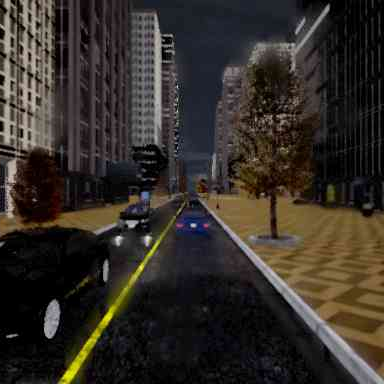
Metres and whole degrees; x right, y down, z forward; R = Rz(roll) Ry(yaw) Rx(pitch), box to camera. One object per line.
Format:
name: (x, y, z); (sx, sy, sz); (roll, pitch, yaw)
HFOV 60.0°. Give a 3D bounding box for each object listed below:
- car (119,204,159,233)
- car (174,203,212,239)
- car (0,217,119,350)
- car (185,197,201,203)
car: (-3.069, 1.471, 19.476); (2.128, 1.511, 4.902); (0, 0, 0)
car: (0.067, 1.530, 17.327); (2.033, 1.411, 5.357); (0, 0, 0)
car: (-3.001, 1.471, 6.590); (1.882, 1.535, 5.008); (0, 0, 0)
car: (0.095, 1.443, 44.076); (2.128, 1.511, 4.902); (0, 0, 0)
